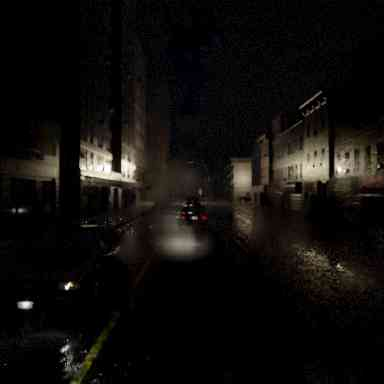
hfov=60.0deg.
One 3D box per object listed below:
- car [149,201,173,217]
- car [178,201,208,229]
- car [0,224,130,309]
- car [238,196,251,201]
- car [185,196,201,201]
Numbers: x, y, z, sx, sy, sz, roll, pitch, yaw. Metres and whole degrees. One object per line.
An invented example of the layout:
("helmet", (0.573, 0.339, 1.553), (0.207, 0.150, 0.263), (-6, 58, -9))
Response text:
("car", (-2.808, 1.537, 31.297), (2.033, 1.411, 5.357), (0, 0, 1))
("car", (0.092, 1.540, 21.651), (2.033, 1.411, 5.357), (0, 0, 0))
("car", (-2.849, 1.545, 8.344), (2.033, 1.411, 5.357), (0, 0, 0))
("car", (13.186, 1.666, 78.918), (4.313, 1.339, 1.947), (0, -1, 0))
("car", (0.082, 1.337, 44.452), (2.097, 1.767, 4.553), (0, 0, 0))
